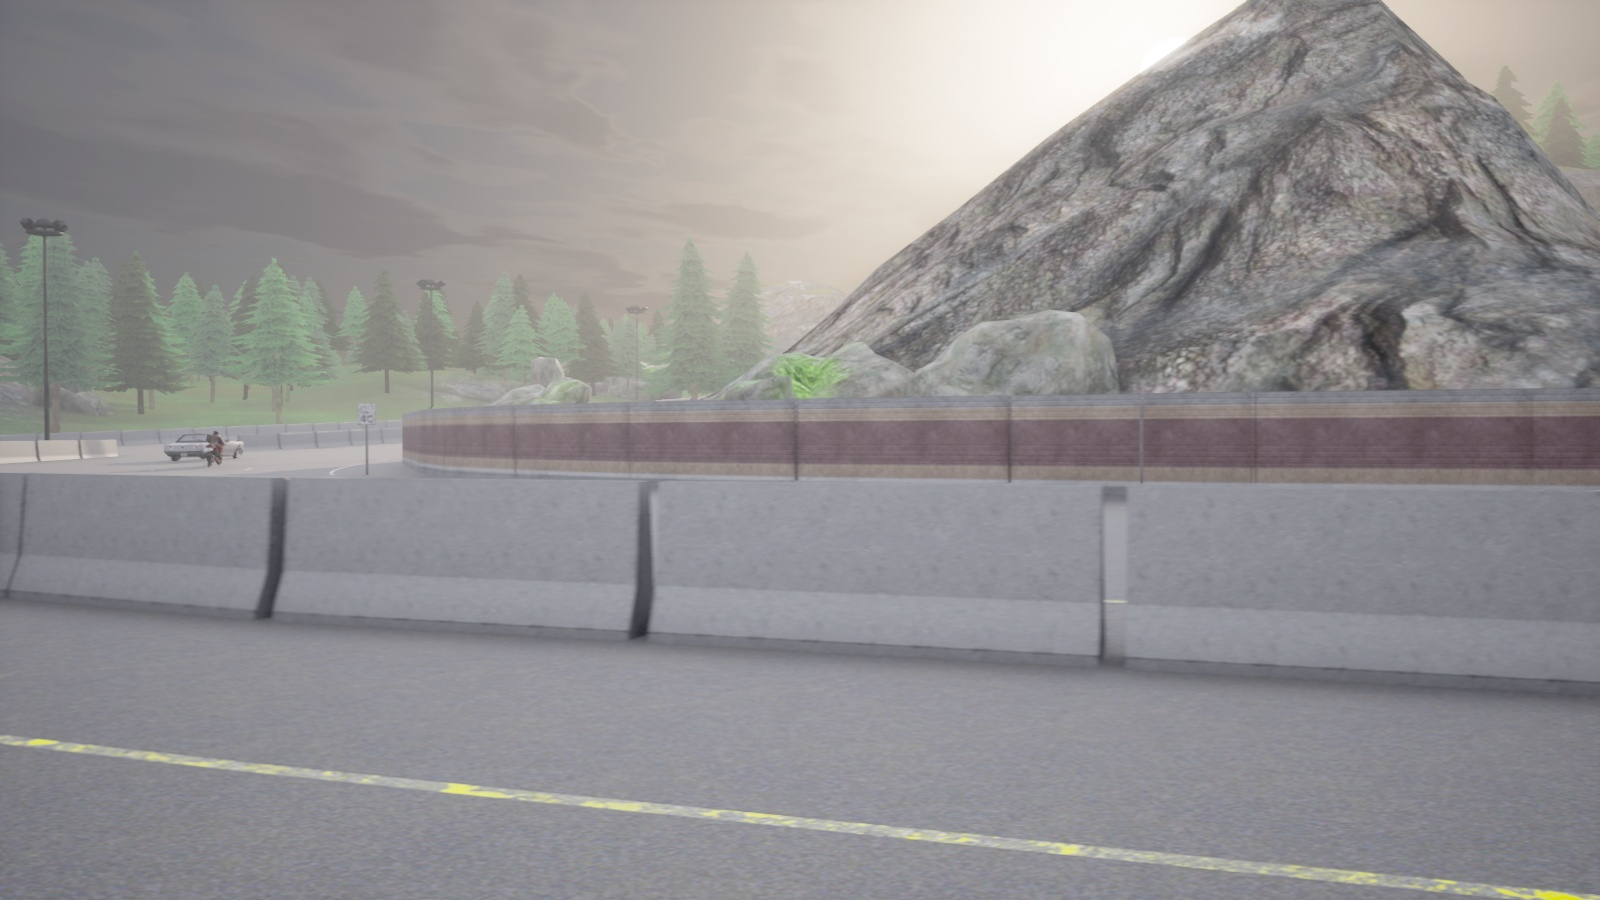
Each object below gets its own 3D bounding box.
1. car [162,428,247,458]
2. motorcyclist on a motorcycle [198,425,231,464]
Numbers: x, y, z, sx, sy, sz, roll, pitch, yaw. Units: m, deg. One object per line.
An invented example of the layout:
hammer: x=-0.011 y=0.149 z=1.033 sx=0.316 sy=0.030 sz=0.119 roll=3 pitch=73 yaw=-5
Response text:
car: x=-28.739 y=-0.363 z=60.793 sx=1.895 sy=1.301 sz=4.718 roll=0 pitch=2 yaw=0
motorcyclist on a motorcycle: x=-24.592 y=-0.239 z=52.757 sx=0.797 sy=1.523 sz=2.044 roll=1 pitch=2 yaw=-11
